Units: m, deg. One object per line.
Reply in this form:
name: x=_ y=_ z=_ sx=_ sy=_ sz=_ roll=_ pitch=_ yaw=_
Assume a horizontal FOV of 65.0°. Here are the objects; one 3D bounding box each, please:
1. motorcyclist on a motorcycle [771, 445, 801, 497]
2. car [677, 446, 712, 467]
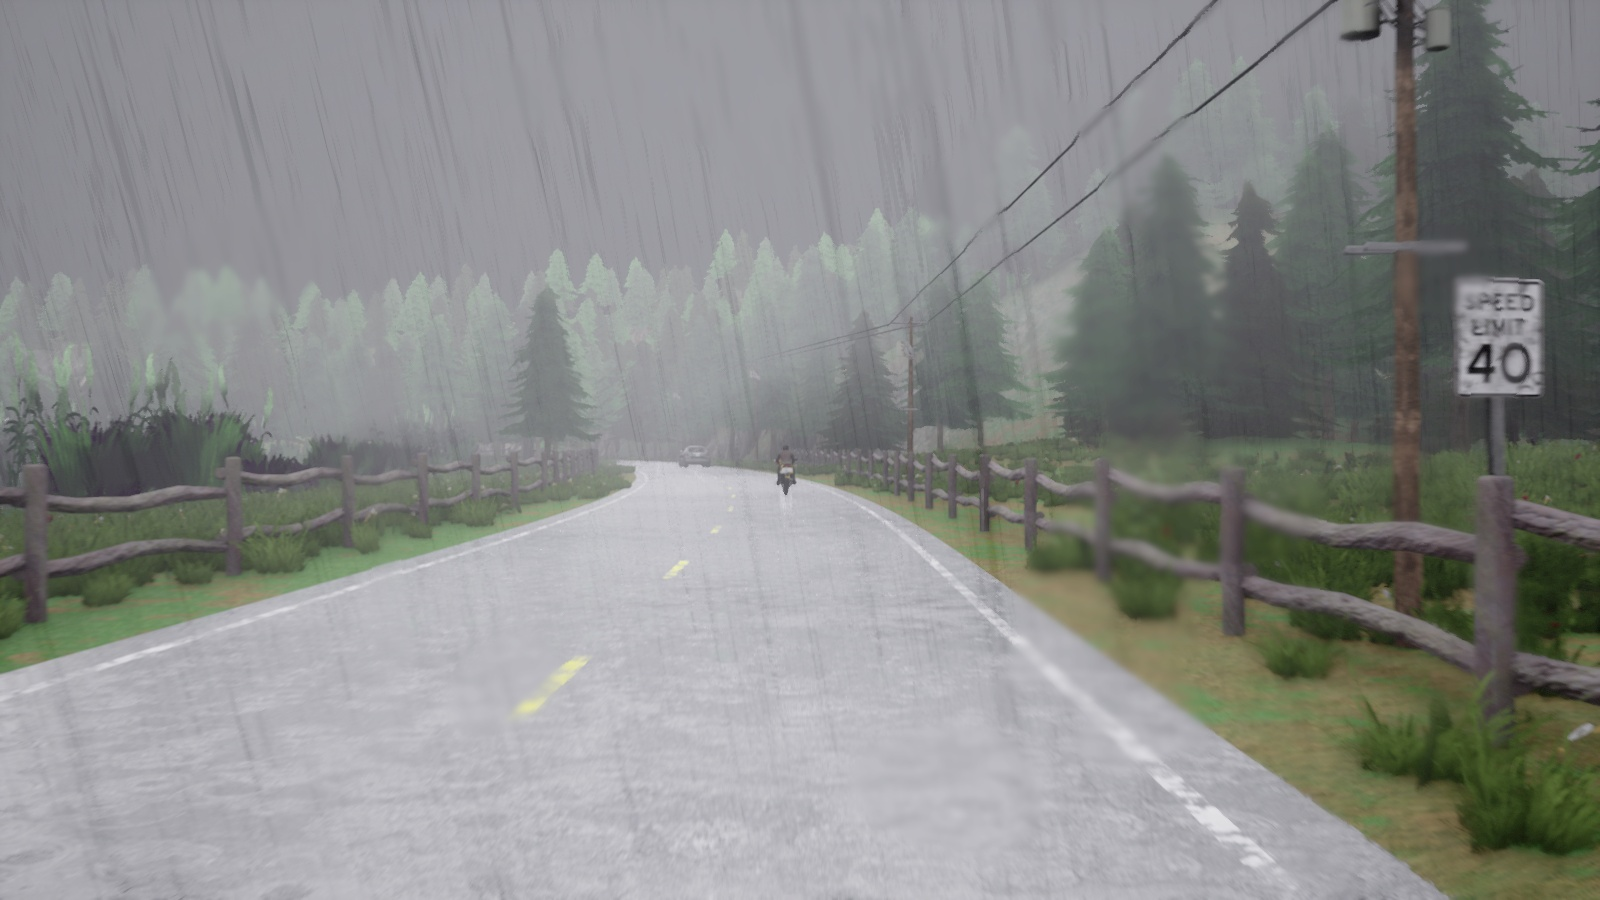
motorcyclist on a motorcycle: x=-0.441 y=0.614 z=37.981 sx=0.797 sy=1.523 sz=2.044 roll=0 pitch=0 yaw=-3
car: x=-7.451 y=0.441 z=88.156 sx=1.970 sy=1.475 sz=3.806 roll=0 pitch=0 yaw=-12
